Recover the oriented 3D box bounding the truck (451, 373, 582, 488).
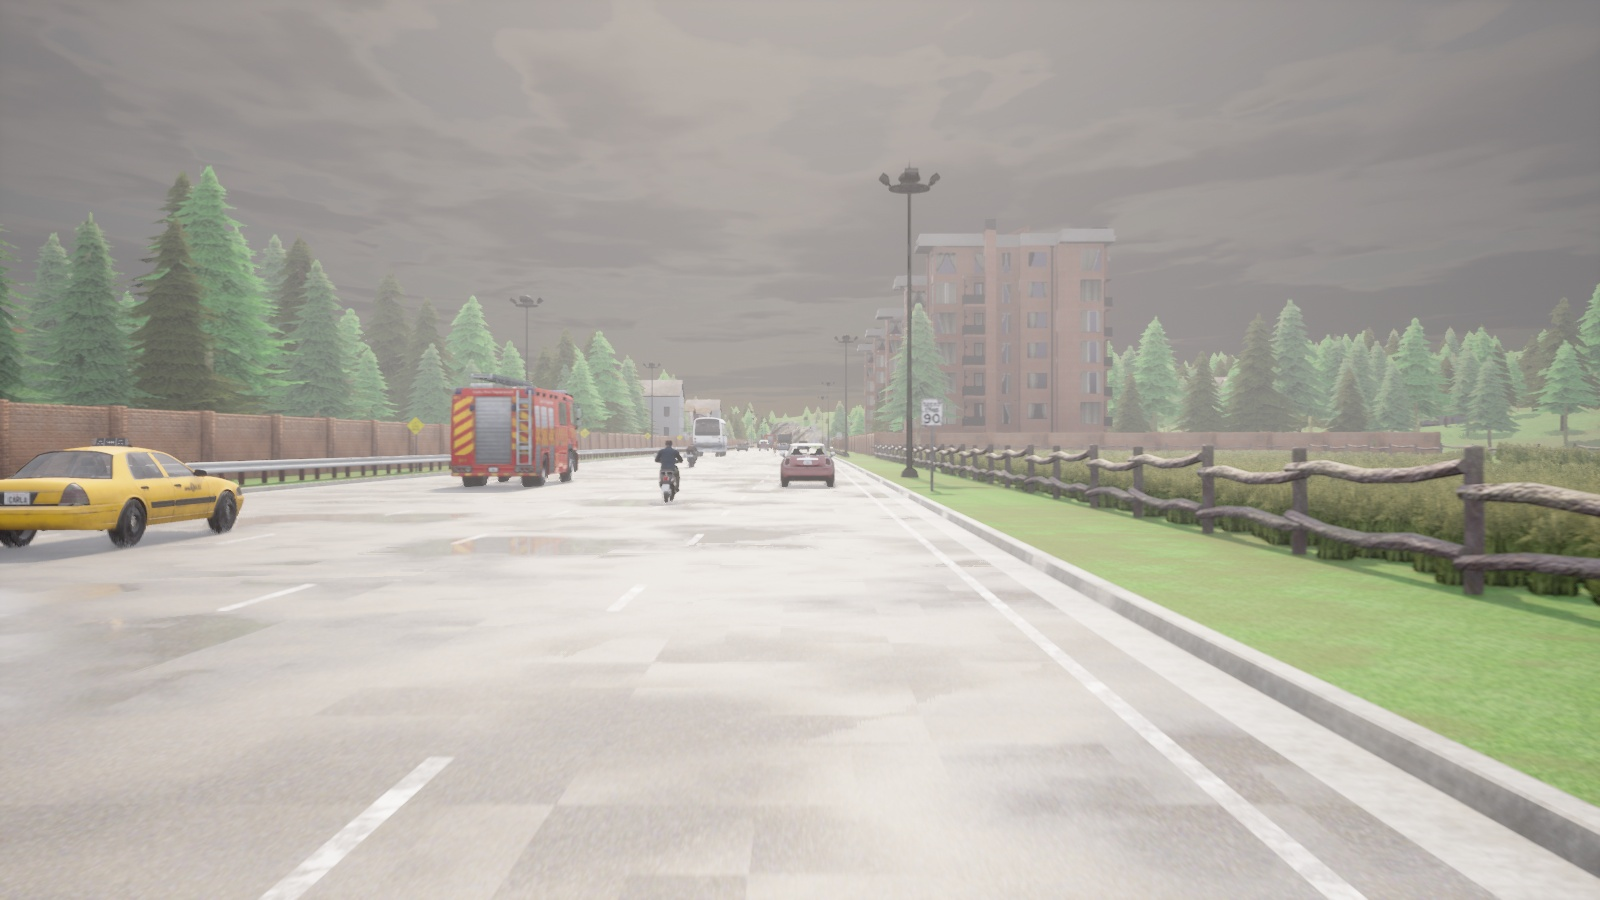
[{"bbox_3d":[-10.206,-0.686,46.152,2.891,3.827,8.468,0,0,0],"label":"truck"}]

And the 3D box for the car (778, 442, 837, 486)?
[{"bbox_3d":[0.268,0.462,44.435,1.970,1.475,3.806,0,0,0],"label":"car"}]

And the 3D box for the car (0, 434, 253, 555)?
[{"bbox_3d":[-10.377,0.570,19.050,1.801,1.575,5.366,0,0,0],"label":"car"}]

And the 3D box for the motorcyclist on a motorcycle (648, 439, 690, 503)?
[{"bbox_3d":[-3.304,0.518,31.786,0.866,1.590,1.817,0,0,0],"label":"motorcyclist on a motorcycle"}]
